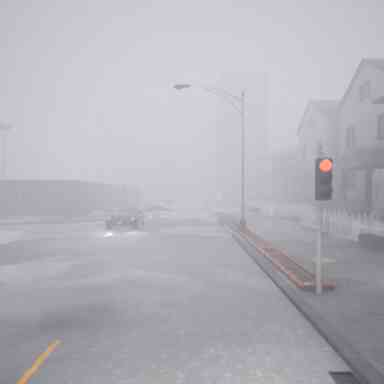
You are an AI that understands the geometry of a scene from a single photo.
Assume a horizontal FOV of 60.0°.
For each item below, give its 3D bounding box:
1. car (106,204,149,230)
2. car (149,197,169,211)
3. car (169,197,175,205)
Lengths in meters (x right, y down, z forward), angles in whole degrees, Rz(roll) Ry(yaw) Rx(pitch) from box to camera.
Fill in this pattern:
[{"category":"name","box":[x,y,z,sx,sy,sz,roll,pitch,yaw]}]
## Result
[{"category":"car","box":[-4.100,1.510,21.140,1.812,1.442,4.674,0,0,0]},{"category":"car","box":[-4.093,1.498,39.569,1.812,1.442,4.674,0,0,0]},{"category":"car","box":[-4.034,1.560,58.751,1.895,1.301,4.718,0,0,0]}]
